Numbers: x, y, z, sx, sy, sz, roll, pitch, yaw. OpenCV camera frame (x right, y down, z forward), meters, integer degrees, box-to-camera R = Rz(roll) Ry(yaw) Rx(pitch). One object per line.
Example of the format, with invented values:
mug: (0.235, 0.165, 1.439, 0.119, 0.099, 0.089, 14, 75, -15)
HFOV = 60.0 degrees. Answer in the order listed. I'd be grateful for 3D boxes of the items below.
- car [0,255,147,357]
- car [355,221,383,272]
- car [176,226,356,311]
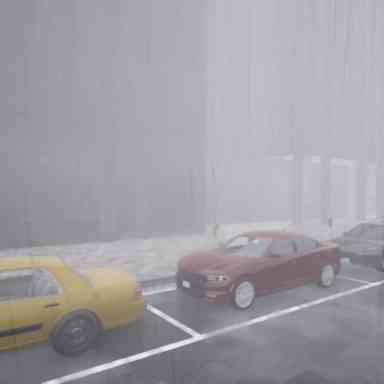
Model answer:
car: (-3.005, 1.526, 4.506, 4.829, 1.417, 1.752, 1, 0, -36)
car: (6.303, 1.677, 11.161, 4.313, 1.339, 1.947, 1, 0, -36)
car: (1.718, 1.601, 7.883, 4.507, 1.381, 1.887, 1, 0, -36)
